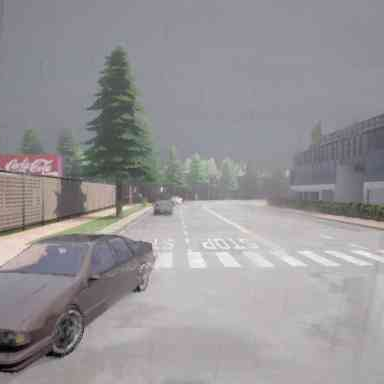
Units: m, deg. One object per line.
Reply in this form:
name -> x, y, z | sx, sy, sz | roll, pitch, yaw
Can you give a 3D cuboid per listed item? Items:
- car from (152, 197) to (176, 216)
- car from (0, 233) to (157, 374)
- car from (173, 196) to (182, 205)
car -> -2.768, 1.550, 32.343 | 1.837, 1.490, 4.892 | 0, 0, -3
car -> -2.226, 1.551, 6.375 | 2.033, 1.411, 5.357 | 0, 0, 12
car -> -2.994, 1.486, 57.889 | 1.812, 1.442, 4.674 | -1, 0, 14
